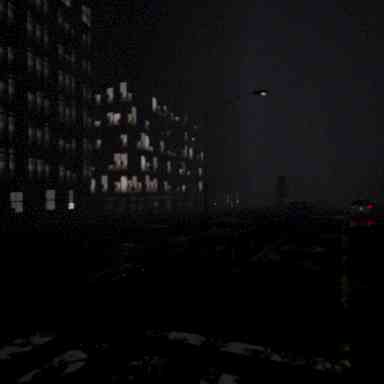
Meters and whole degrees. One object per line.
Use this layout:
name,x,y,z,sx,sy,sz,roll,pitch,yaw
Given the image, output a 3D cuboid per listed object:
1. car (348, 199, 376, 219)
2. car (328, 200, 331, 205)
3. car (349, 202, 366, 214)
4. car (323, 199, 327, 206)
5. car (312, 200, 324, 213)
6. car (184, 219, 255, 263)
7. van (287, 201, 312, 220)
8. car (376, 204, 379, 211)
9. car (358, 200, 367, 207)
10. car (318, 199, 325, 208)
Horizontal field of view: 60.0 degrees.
car,17.842,1.723,35.216,2.150,2.045,5.566,-1,-1,26
car,29.332,2.661,74.025,1.887,1.381,4.507,-2,-2,25
car,22.427,2.131,45.284,1.882,1.535,5.008,-1,-1,25
car,22.299,2.420,58.688,1.887,1.381,4.507,-2,-2,25
car,17.610,2.267,48.462,2.008,1.369,4.403,-2,-1,25
car,1.199,1.743,12.672,2.008,1.369,4.403,-2,-1,25
van,10.573,1.827,33.129,1.690,1.788,3.998,-2,-1,25
car,29.917,2.382,55.195,1.802,1.307,4.206,-2,-2,25
car,40.404,2.702,78.850,1.812,1.442,4.674,-1,-1,25
car,19.883,2.318,53.421,1.752,1.417,4.829,-2,-1,25
